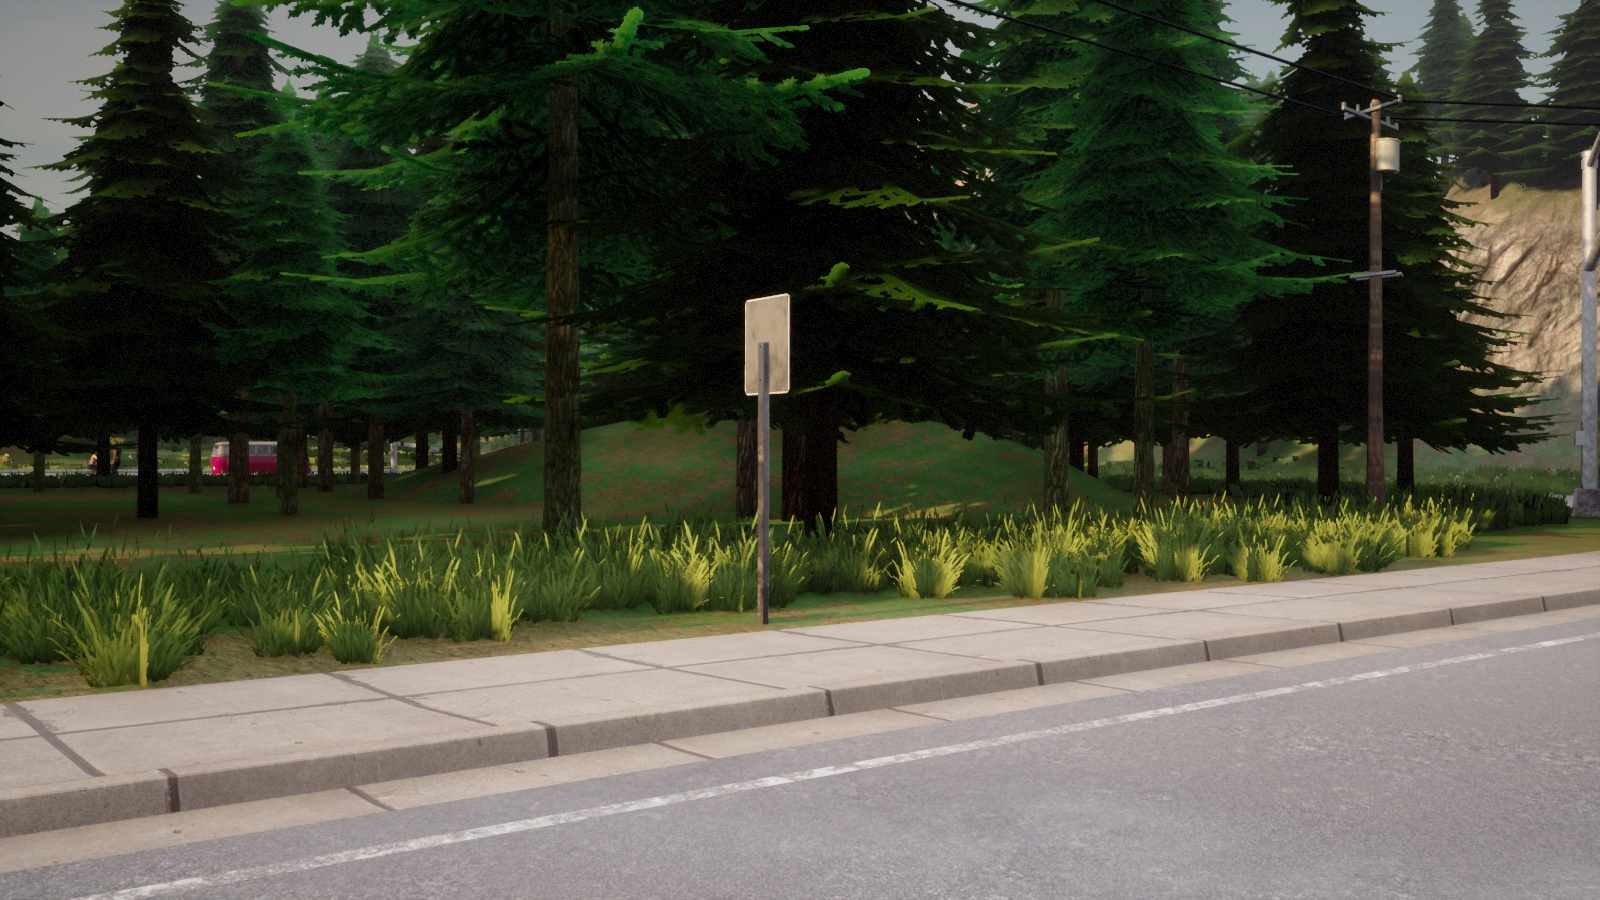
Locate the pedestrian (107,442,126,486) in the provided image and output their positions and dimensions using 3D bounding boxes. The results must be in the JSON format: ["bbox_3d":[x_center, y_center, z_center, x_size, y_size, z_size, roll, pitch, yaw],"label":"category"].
[{"bbox_3d":[-28.648,0.596,52.649,0.634,1.846,0.331,0,0,3],"label":"pedestrian"}]

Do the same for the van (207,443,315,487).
[{"bbox_3d":[-25.500,0.697,59.442,4.442,1.987,1.775,0,0,-35],"label":"van"}]
